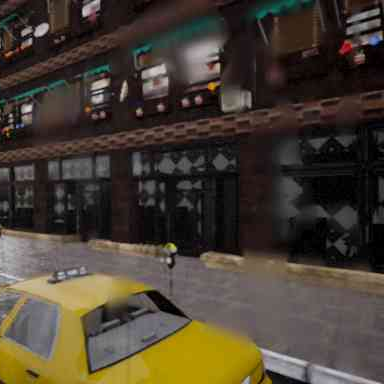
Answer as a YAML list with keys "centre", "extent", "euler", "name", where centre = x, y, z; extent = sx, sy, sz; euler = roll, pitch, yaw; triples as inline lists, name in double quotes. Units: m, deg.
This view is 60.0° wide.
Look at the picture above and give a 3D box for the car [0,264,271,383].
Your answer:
- centre: [-1.566, 1.524, 3.847]
  extent: [4.829, 1.417, 1.752]
  euler: [0, 0, 35]
  name: "car"
